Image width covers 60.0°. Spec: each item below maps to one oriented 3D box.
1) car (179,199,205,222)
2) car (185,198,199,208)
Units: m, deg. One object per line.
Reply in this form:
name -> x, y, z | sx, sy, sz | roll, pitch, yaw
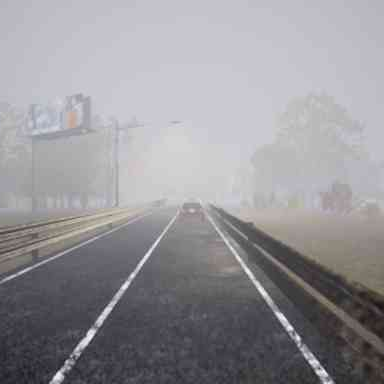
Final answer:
car -> 0.017, 1.538, 28.219 | 2.097, 1.767, 4.553 | 0, 0, 1
car -> -0.007, 1.841, 56.392 | 2.163, 1.488, 4.792 | 0, 0, 0
